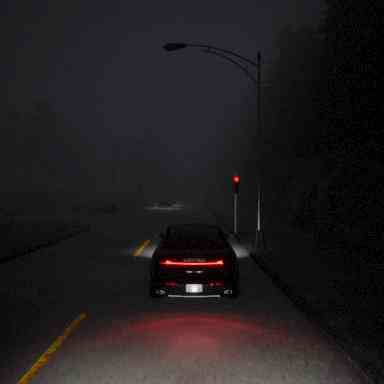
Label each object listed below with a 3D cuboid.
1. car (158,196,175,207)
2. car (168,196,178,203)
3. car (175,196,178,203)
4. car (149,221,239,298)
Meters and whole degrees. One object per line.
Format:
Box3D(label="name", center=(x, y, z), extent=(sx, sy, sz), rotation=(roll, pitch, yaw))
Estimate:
Box3D(label="car", center=(-4.090, 1.477, 51.207), extent=(1.882, 1.535, 5.008), rotation=(0, 0, 0))
Box3D(label="car", center=(-3.994, 1.522, 70.755), extent=(1.812, 1.442, 4.674), rotation=(0, 0, 0))
Box3D(label="car", center=(-4.066, 1.477, 60.553), extent=(1.882, 1.535, 5.008), rotation=(0, 0, 0))
Box3D(label="car", center=(0.059, 1.505, 8.481), extent=(1.837, 1.490, 4.892), rotation=(0, 0, 0))
